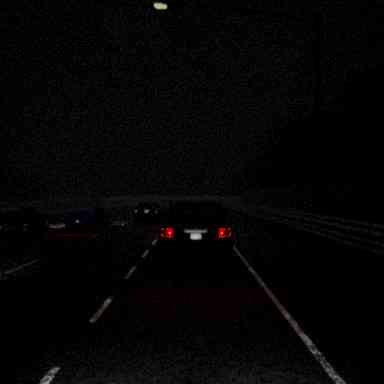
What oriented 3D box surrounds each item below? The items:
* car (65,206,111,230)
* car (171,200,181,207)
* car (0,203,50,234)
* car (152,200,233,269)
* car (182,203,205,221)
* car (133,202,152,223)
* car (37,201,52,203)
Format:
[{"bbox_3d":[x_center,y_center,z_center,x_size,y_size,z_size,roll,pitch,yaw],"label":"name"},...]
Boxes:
[{"bbox_3d":[-6.897,1.651,22.494,1.882,1.535,5.008,0,-1,0],"label":"car"},{"bbox_3d":[-3.493,2.520,73.432,1.994,1.385,4.181,0,-1,0],"label":"car"},{"bbox_3d":[-10.398,1.652,20.320,1.837,1.490,4.892,0,-1,0],"label":"car"},{"bbox_3d":[0.102,1.283,11.443,2.150,2.045,5.566,0,0,0],"label":"car"},{"bbox_3d":[0.103,1.853,31.807,2.033,1.411,5.357,0,-1,0],"label":"car"},{"bbox_3d":[-3.497,1.593,27.687,2.097,1.767,4.553,0,-1,0],"label":"car"},{"bbox_3d":[-21.065,2.042,47.214,2.128,1.511,4.902,0,-1,0],"label":"car"}]
